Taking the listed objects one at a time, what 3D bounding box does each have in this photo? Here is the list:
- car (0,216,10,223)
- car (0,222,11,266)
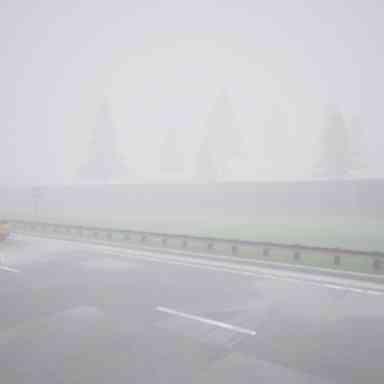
[{"bbox_3d":[-10.635,1.557,15.880,5.008,1.535,1.882,0,0,36],"label":"car"},{"bbox_3d":[-7.388,1.598,9.260,5.357,1.411,2.033,0,0,36],"label":"car"}]
